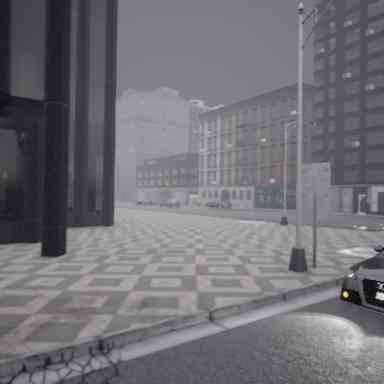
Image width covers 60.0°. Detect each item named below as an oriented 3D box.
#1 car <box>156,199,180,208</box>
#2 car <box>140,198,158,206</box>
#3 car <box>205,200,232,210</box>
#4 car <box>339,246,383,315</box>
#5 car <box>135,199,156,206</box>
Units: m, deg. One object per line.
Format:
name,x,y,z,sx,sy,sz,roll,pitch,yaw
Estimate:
car,-3.709,1.910,55.787,1.812,1.442,4.674,1,-1,-36
car,-8.849,2.028,68.688,1.994,1.385,4.181,1,-1,-36
car,4.006,1.920,50.690,2.128,1.511,4.902,1,-1,-36
car,4.932,1.642,6.835,4.181,1.385,1.994,1,0,-35
car,-9.144,1.999,63.337,1.895,1.301,4.718,1,-1,-36
